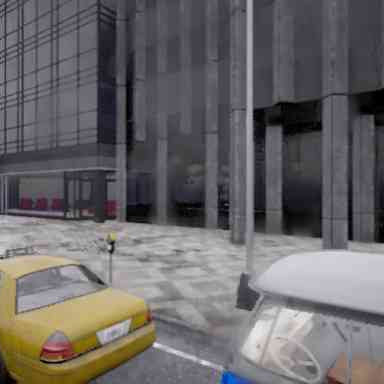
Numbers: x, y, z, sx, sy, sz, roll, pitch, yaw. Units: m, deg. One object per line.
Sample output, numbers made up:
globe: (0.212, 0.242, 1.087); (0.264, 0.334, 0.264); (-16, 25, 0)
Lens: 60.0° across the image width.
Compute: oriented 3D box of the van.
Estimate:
van: (1.989, 1.344, 1.665); (3.998, 1.788, 1.690); (0, 0, 35)

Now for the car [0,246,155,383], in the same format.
car: (-2.744, 1.509, 5.039); (4.829, 1.417, 1.752); (0, 0, 35)
